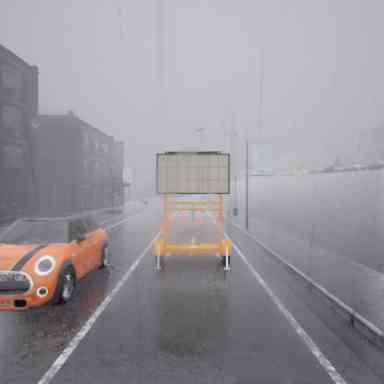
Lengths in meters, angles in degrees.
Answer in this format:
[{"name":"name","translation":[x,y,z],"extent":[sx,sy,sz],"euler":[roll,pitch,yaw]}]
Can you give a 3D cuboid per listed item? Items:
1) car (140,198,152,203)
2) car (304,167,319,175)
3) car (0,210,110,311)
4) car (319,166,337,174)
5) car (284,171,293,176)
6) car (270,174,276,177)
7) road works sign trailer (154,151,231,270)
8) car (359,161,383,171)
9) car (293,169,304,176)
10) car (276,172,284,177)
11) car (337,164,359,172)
[{"name":"car","translation":[-12.320,2.412,88.402],"extent":[1.837,1.490,4.892],"euler":[-1,-2,-32]},{"name":"car","translation":[22.917,-3.787,60.637],"extent":[2.185,1.767,4.553],"euler":[0,1,-5]},{"name":"car","translation":[-3.500,1.351,8.021],"extent":[2.097,1.767,4.553],"euler":[0,0,0]},{"name":"car","translation":[23.536,-3.528,54.946],"extent":[2.163,1.488,4.792],"euler":[0,1,-6]},{"name":"car","translation":[22.096,-3.822,71.679],"extent":[2.002,1.452,4.674],"euler":[0,1,-2]},{"name":"car","translation":[21.735,-4.035,82.739],"extent":[2.231,1.521,4.892],"euler":[0,1,-1]},{"name":"road works sign trailer","translation":[0.039,0.463,11.054],"extent":[2.380,3.560,2.880],"euler":[0,0,1]},{"name":"car","translation":[25.043,-3.357,44.111],"extent":[2.231,1.521,4.892],"euler":[0,1,-9]},{"name":"car","translation":[22.448,-3.761,66.142],"extent":[2.097,1.535,5.008],"euler":[0,1,-4]},{"name":"car","translation":[21.863,-3.958,77.221],"extent":[2.231,1.521,4.892],"euler":[0,1,-1]},{"name":"car","translation":[24.238,-3.418,49.472],"extent":[2.002,1.452,4.674],"euler":[0,1,-7]}]
